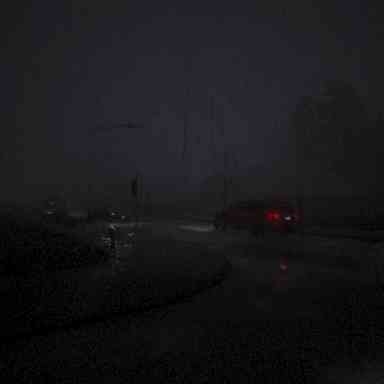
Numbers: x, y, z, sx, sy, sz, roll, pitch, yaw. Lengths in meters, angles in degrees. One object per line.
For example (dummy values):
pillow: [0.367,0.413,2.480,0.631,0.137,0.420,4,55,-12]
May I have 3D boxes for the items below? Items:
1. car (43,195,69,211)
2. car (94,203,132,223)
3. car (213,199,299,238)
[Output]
car: [-17.637,1.357,42.854,2.150,2.045,5.566,1,-1,-35]
car: [-6.634,1.659,27.401,1.812,1.442,4.674,1,-1,-36]
car: [3.491,1.428,19.137,2.150,2.045,5.566,1,0,-31]
